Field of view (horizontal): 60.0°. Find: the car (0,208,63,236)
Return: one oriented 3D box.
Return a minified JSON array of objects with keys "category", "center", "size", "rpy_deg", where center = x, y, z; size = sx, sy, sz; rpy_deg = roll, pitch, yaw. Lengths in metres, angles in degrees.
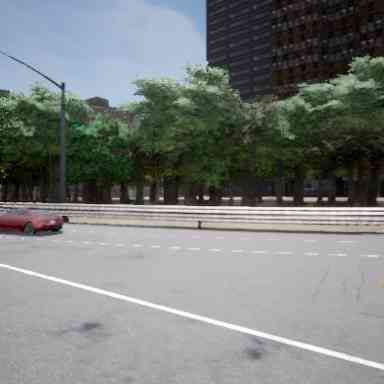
[{"category":"car","center":[-9.254,1.556,18.421],"size":[4.181,1.385,1.994],"rpy_deg":[0,0,22]}]
